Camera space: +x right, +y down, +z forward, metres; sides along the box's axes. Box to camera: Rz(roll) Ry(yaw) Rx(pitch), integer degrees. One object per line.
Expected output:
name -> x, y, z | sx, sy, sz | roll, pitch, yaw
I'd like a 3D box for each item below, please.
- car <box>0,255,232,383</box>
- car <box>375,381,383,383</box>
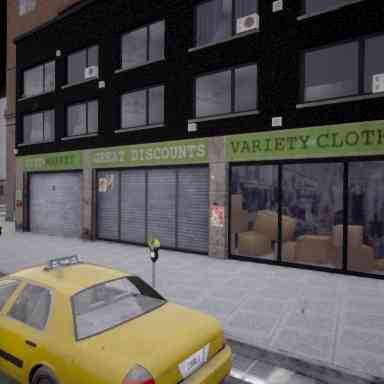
car -> -1.855, 1.524, 4.416 | 4.829, 1.417, 1.752 | 0, 1, 36
car -> 2.829, 1.551, 1.071 | 4.403, 1.369, 2.008 | 0, 1, 36
